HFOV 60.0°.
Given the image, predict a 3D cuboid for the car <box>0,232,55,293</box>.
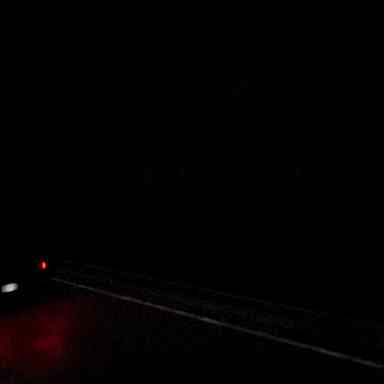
[{"bbox_3d":[-5.381,1.587,7.830,4.718,1.301,1.895,0,0,36],"label":"car"}]
